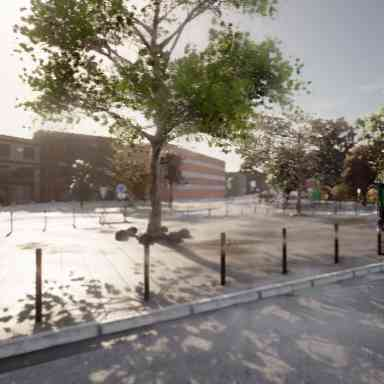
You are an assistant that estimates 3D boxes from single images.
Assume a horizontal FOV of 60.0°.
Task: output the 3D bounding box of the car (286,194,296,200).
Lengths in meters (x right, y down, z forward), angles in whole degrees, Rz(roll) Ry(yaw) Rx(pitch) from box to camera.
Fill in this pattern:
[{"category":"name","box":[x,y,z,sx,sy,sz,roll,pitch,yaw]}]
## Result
[{"category":"car","box":[25.343,1.362,85.549,1.994,1.385,4.181,1,0,19]}]
